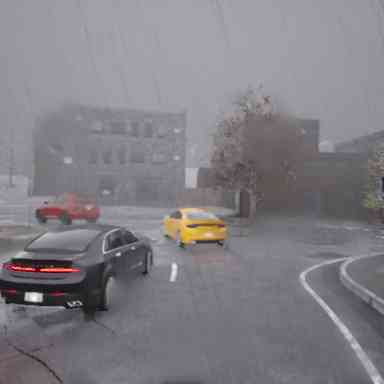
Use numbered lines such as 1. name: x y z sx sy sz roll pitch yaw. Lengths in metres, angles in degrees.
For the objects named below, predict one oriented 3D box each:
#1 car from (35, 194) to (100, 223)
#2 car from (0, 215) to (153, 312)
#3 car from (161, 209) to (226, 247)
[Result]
1. car: -8.675 1.196 23.043 5.566 2.045 2.150 -1 -1 40
2. car: -2.257 1.504 7.789 1.837 1.490 4.892 1 -1 7
3. car: -0.074 1.498 15.239 1.882 1.535 5.008 1 0 -17
